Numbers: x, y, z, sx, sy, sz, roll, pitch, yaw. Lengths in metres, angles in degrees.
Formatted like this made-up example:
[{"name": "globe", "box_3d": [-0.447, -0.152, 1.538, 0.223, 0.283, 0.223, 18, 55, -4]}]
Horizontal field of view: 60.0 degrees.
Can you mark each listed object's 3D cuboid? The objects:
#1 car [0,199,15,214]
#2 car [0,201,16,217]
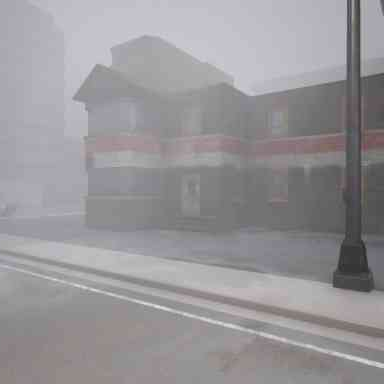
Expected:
[{"name": "car", "box_3d": [-17.597, 1.247, 28.304, 1.853, 1.218, 4.536, 0, 0, 15]}, {"name": "car", "box_3d": [-17.611, 1.404, 28.254, 2.038, 1.542, 4.974, 0, 0, 15]}]
